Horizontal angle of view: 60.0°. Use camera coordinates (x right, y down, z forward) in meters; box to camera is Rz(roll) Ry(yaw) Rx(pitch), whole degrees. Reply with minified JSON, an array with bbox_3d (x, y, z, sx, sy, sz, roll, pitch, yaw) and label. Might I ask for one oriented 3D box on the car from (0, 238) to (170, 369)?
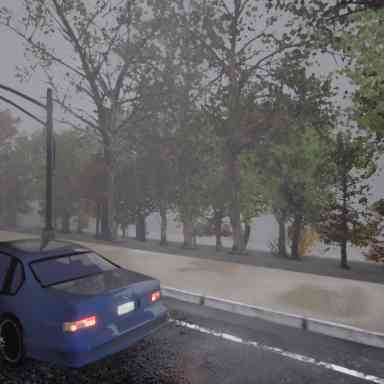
[{"bbox_3d":[-2.895,1.546,5.754,5.357,1.411,2.033,0,0,36],"label":"car"}]
